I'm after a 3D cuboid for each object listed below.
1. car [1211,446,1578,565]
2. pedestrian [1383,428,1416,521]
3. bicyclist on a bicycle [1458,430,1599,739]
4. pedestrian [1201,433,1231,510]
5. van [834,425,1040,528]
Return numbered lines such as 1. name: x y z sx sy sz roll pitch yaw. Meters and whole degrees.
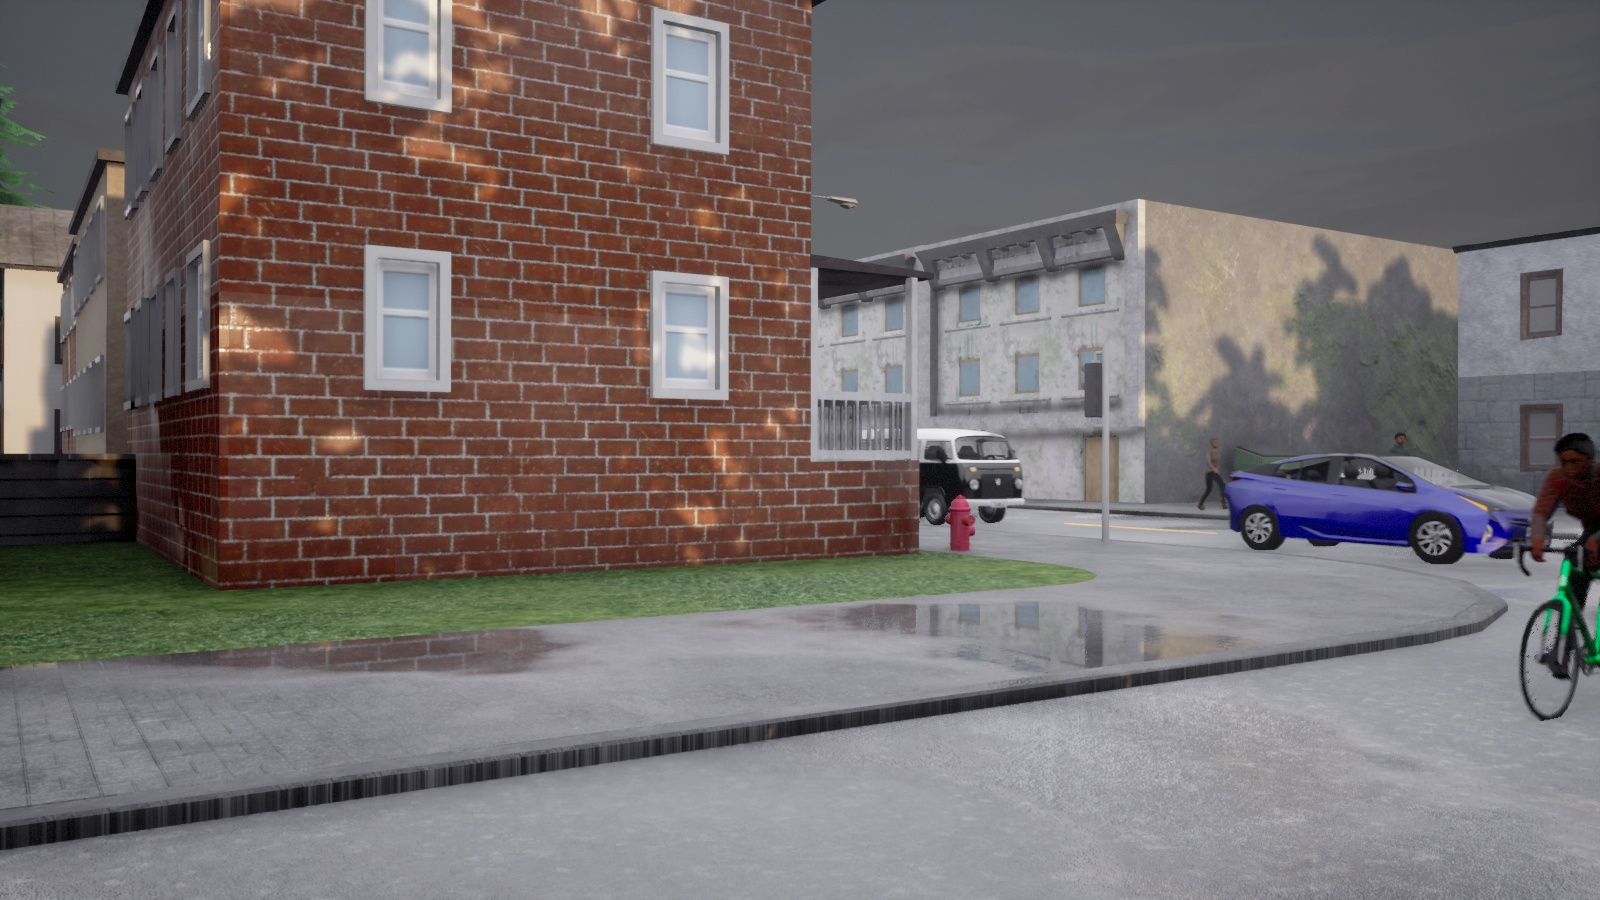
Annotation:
1. car: 8.571 0.719 18.522 2.007 1.525 4.514 0 0 -33
2. pedestrian: 12.145 0.491 25.450 0.353 1.847 0.614 0 0 -3
3. bicyclist on a bicycle: 4.560 0.706 7.311 1.656 1.620 0.582 0 0 -35
4. pedestrian: 10.103 0.508 30.511 0.331 1.846 0.634 0 0 -26
5. van: 2.872 0.527 27.319 2.069 2.038 4.480 0 0 -33
